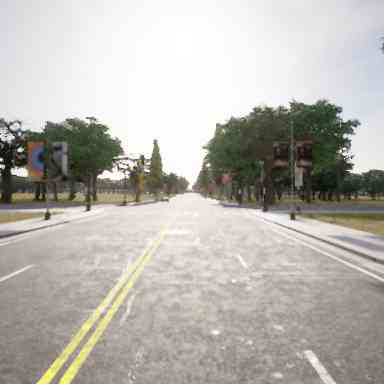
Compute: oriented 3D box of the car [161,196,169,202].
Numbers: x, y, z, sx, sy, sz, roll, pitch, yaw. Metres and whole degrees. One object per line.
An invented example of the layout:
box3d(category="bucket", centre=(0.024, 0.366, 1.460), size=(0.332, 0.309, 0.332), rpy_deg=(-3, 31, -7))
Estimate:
box3d(category="car", centre=(-6.509, 1.776, 80.345), size=(2.128, 1.511, 4.902), rpy_deg=(0, 0, 0))
